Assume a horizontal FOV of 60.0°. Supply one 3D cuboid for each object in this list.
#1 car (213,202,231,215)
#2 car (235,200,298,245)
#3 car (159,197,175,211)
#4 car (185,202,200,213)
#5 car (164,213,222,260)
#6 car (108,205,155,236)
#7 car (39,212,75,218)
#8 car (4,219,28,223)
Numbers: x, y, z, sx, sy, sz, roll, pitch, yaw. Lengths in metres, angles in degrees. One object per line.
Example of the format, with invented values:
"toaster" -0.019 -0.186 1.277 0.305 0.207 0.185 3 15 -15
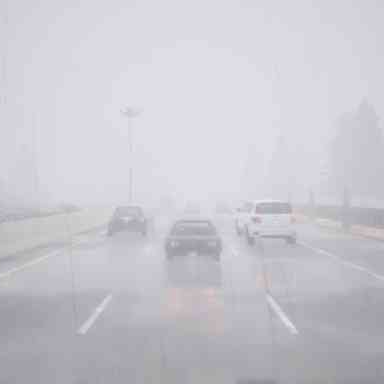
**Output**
"car" 3.540 1.930 39.914 2.033 1.411 5.357 0 -1 0
"car" 3.544 1.387 16.690 2.150 2.045 5.566 0 0 0
"car" -3.649 1.674 48.523 2.150 2.045 5.566 1 0 -3
"car" 0.040 1.924 39.921 2.033 1.411 5.357 0 -1 0
"car" 0.041 1.724 12.916 1.895 1.301 4.718 0 -1 0
"car" -3.454 1.532 19.692 2.097 1.767 4.553 0 -1 0
"car" -10.559 1.720 27.439 1.882 1.535 5.008 0 -1 0
"car" -14.055 1.804 27.822 1.994 1.385 4.181 0 -1 0
